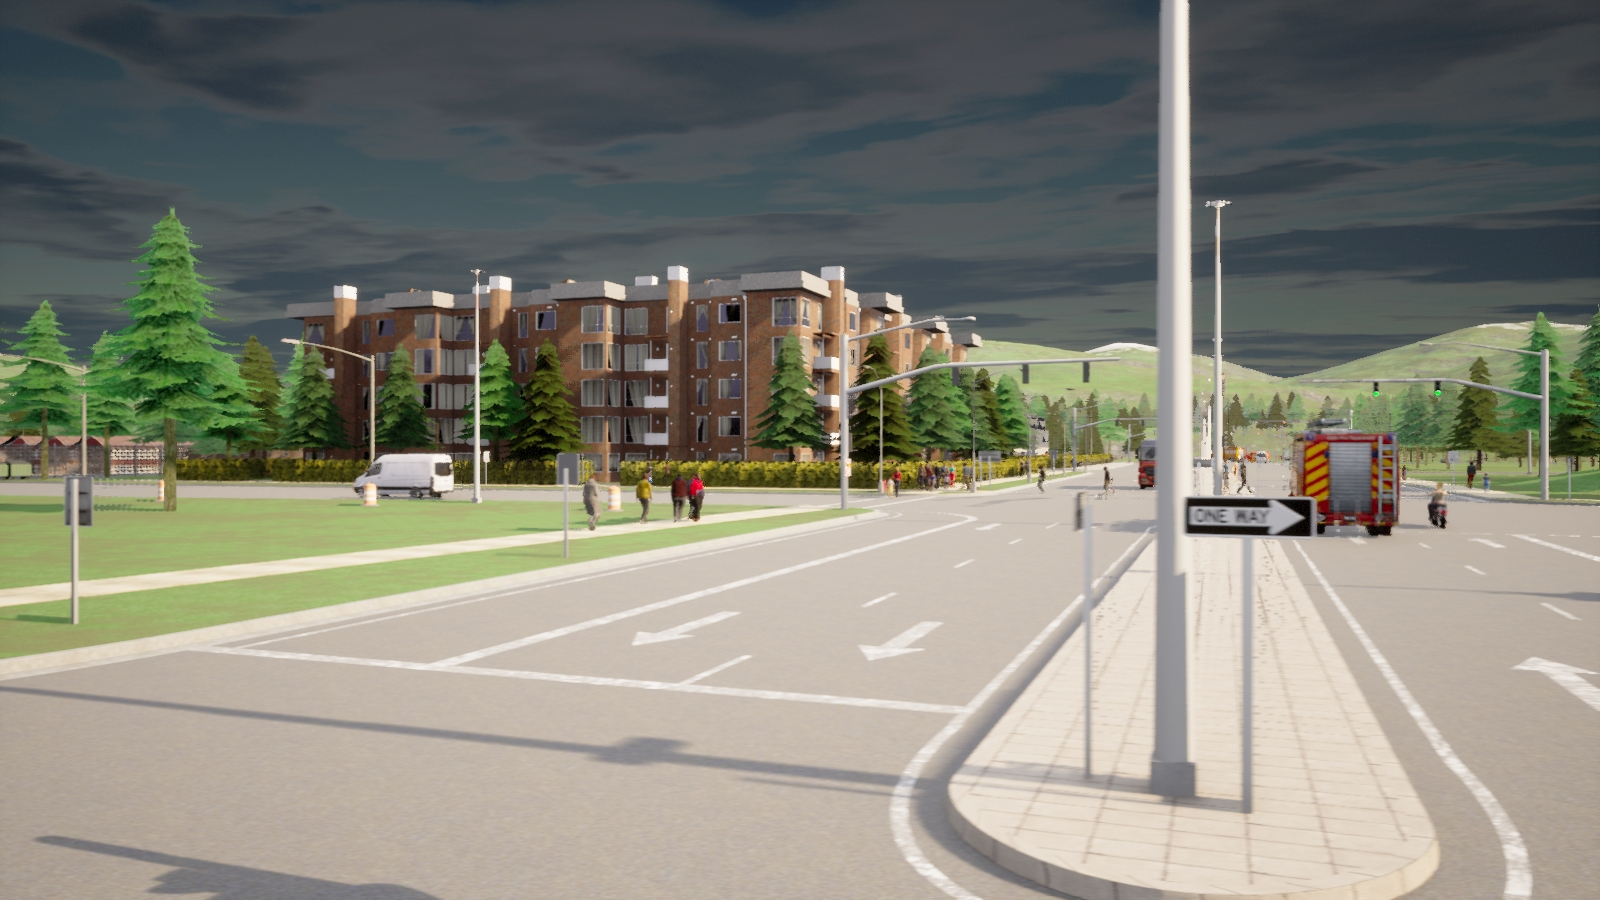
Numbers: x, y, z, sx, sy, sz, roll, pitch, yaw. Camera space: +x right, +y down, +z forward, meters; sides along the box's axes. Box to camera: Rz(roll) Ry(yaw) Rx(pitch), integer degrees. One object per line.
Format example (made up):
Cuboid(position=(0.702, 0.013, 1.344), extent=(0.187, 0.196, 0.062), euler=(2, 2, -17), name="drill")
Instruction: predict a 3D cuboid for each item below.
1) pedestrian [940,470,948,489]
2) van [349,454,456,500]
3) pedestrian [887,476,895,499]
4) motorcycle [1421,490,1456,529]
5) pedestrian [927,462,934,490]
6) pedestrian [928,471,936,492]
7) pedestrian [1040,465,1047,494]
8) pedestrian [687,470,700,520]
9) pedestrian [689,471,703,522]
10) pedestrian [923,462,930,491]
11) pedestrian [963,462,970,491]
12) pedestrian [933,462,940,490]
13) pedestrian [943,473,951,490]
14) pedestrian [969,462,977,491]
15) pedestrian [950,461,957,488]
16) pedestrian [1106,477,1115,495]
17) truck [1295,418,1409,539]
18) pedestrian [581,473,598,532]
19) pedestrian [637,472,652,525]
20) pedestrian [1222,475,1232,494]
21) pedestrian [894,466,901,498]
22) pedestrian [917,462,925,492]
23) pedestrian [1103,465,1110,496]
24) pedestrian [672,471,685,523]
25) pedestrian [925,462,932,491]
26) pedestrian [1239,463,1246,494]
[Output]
Cuboid(position=(9.636, 1.974, 76.380), extent=(0.375, 1.300, 0.375), euler=(0, 0, -43), name="pedestrian")
Cuboid(position=(-22.931, 1.525, 65.873), extent=(5.915, 2.561, 1.988), euler=(0, 0, 20), name="van")
Cuboid(position=(5.200, 2.124, 65.485), extent=(0.375, 1.300, 0.375), euler=(0, 0, 22), name="pedestrian")
Cuboid(position=(23.313, 2.156, 41.741), extent=(0.764, 1.307, 2.356), euler=(0, 0, 21), name="motorcycle")
Cuboid(position=(8.568, 1.691, 74.873), extent=(0.375, 1.860, 0.375), euler=(0, 0, 21), name="pedestrian")
Cuboid(position=(8.274, 1.974, 71.513), extent=(0.375, 1.300, 0.375), euler=(0, 0, -42), name="pedestrian")
Cuboid(position=(15.293, 1.847, 71.832), extent=(0.375, 1.860, 0.375), euler=(0, 0, 7), name="pedestrian")
Cuboid(position=(-4.019, 1.692, 43.094), extent=(0.375, 1.860, 0.375), euler=(0, 0, 25), name="pedestrian")
Cuboid(position=(-3.796, 1.692, 41.710), extent=(0.375, 1.860, 0.375), euler=(0, 0, 33), name="pedestrian")
Cuboid(position=(8.035, 1.691, 72.445), extent=(0.375, 1.860, 0.375), euler=(0, 0, 22), name="pedestrian")
Cuboid(position=(10.585, 1.681, 72.631), extent=(0.375, 1.860, 0.375), euler=(0, 0, 27), name="pedestrian")
Cuboid(position=(9.005, 1.692, 75.315), extent=(0.375, 1.860, 0.375), euler=(0, 0, 19), name="pedestrian")
Cuboid(position=(9.699, 2.074, 75.532), extent=(0.500, 1.100, 0.500), euler=(0, 0, 11), name="pedestrian")
Cuboid(position=(11.156, 1.681, 73.637), extent=(0.375, 1.860, 0.375), euler=(0, 0, 29), name="pedestrian")
Cuboid(position=(10.498, 1.692, 78.330), extent=(0.375, 1.860, 0.375), euler=(0, 0, 27), name="pedestrian")
Cuboid(position=(19.057, 2.227, 70.072), extent=(0.500, 1.100, 0.500), euler=(0, 0, 11), name="pedestrian")
Cuboid(position=(19.405, 0.891, 40.599), extent=(2.891, 3.827, 8.468), euler=(0, 0, 21), name="truck")
Cuboid(position=(-6.816, 1.692, 36.963), extent=(0.375, 1.860, 0.375), euler=(0, 0, 26), name="pedestrian")
Cuboid(position=(-5.447, 1.692, 40.008), extent=(0.375, 1.860, 0.375), euler=(0, 0, 25), name="pedestrian")
Cuboid(position=(25.456, 2.076, 68.101), extent=(0.500, 1.100, 0.500), euler=(0, 0, 14), name="pedestrian")
Cuboid(position=(5.640, 1.845, 66.176), extent=(0.375, 1.860, 0.375), euler=(0, 0, 16), name="pedestrian")
Cuboid(position=(7.580, 1.692, 71.380), extent=(0.375, 1.860, 0.375), euler=(0, 0, 27), name="pedestrian")
Cuboid(position=(18.632, 1.847, 69.399), extent=(0.375, 1.860, 0.375), euler=(0, 0, 16), name="pedestrian")
Cuboid(position=(-4.416, 1.692, 41.452), extent=(0.375, 1.860, 0.375), euler=(0, 0, 8), name="pedestrian")
Cuboid(position=(8.350, 1.692, 74.186), extent=(0.375, 1.860, 0.375), euler=(0, 0, 16), name="pedestrian")
Cuboid(position=(26.272, 1.696, 67.773), extent=(0.375, 1.860, 0.375), euler=(0, 0, 18), name="pedestrian")
